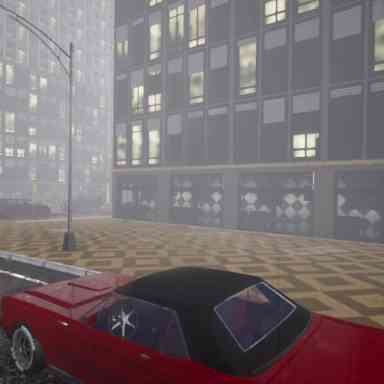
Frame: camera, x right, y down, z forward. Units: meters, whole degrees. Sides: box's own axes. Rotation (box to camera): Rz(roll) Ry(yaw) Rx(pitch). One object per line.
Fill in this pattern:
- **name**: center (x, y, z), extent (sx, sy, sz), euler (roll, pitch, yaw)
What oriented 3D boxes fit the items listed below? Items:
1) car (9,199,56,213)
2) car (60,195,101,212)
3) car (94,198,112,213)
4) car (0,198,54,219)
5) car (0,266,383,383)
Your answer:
- **car**: center (-19.170, 1.634, 40.130), extent (1.752, 1.417, 4.829), euler (1, 0, 37)
- **car**: center (-14.009, 1.418, 42.708), extent (2.150, 2.045, 5.566), euler (1, 0, 37)
- **car**: center (-8.876, 1.823, 39.936), extent (1.752, 1.417, 4.829), euler (1, 0, 37)
- **car**: center (-15.700, 1.512, 30.745), extent (2.192, 1.841, 5.009), euler (1, 0, 37)
- **car**: center (-0.308, 1.600, 3.911), extent (4.718, 1.301, 1.895), euler (0, 0, 36)
